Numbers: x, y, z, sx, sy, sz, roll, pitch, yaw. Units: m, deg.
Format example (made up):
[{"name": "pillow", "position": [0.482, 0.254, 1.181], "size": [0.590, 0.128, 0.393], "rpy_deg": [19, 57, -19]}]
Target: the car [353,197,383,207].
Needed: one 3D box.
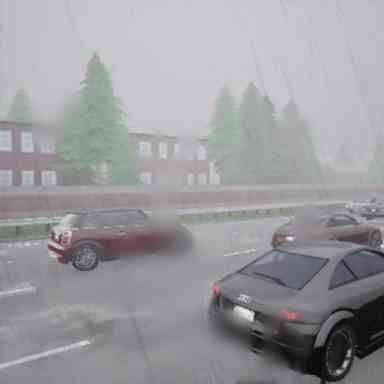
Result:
[{"name": "car", "position": [13.059, 1.120, 21.654], "size": [5.357, 1.411, 2.033], "rpy_deg": [-1, 1, -35]}]

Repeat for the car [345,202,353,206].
[{"name": "car", "position": [14.467, 1.095, 26.955], "size": [4.718, 1.301, 1.895], "rpy_deg": [-1, 1, -35]}]

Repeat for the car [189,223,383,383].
[{"name": "car", "position": [2.289, 1.473, 5.378], "size": [4.181, 1.385, 1.994], "rpy_deg": [-1, 1, -35]}]

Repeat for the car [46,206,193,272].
[{"name": "car", "position": [-2.170, 1.270, 10.796], "size": [4.553, 1.767, 2.097], "rpy_deg": [-1, 1, -36]}]

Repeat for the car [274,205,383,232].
[{"name": "car", "position": [4.650, 1.373, 11.360], "size": [4.181, 1.385, 1.994], "rpy_deg": [-1, 1, -35]}]

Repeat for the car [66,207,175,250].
[{"name": "car", "position": [-3.038, 1.455, 14.476], "size": [4.181, 1.385, 1.994], "rpy_deg": [-1, 1, -35]}]
